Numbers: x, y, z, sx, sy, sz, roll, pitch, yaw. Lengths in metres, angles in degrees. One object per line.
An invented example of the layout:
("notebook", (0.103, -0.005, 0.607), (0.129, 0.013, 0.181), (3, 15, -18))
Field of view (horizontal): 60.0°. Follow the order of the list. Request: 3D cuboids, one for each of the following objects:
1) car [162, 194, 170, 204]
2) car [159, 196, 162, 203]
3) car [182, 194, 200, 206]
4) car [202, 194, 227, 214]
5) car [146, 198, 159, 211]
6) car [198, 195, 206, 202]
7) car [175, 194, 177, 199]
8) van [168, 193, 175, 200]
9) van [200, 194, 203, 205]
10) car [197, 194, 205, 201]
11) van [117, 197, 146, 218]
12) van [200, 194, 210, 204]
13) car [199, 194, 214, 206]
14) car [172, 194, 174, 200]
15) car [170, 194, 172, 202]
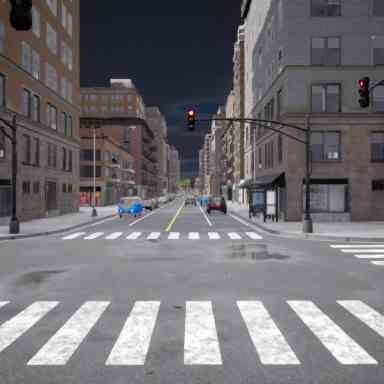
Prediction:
("car", (-5.665, 1.518, 62.231), (1.752, 1.417, 4.829), (0, 0, 0))
("car", (-5.600, 1.540, 46.182), (1.887, 1.381, 4.507), (0, 0, 0))
("car", (-0.183, 1.485, 55.105), (2.128, 1.511, 4.902), (0, 0, 0))
("car", (2.555, 1.312, 35.406), (2.192, 1.841, 5.009), (0, 0, 0))
("car", (-5.578, 1.562, 40.775), (1.947, 1.339, 4.313), (0, 0, 0))
("car", (2.327, 1.514, 78.825), (1.752, 1.417, 4.829), (0, 0, 0))
("car", (-5.776, 1.569, 89.431), (1.802, 1.307, 4.206), (0, 0, 0))
("van", (-5.798, 1.327, 94.838), (1.690, 1.788, 3.998), (0, 0, 0))
("van", (2.470, 1.335, 51.624), (1.690, 1.788, 3.998), (0, 0, 0))
("car", (2.300, 1.428, 84.061), (1.967, 1.590, 4.097), (0, 0, 0))
("van", (-5.534, 1.339, 29.963), (1.690, 1.788, 3.998), (0, 0, 0))
("van", (2.413, 1.333, 62.437), (1.690, 1.788, 3.998), (0, 0, 0))
("car", (2.442, 1.308, 57.031), (2.192, 1.841, 5.009), (0, 0, 0))
("car", (-5.710, 1.556, 73.213), (1.947, 1.339, 4.313), (0, 0, 0))
("car", (-5.688, 1.542, 67.806), (2.008, 1.369, 4.403), (0, 0, 0))
